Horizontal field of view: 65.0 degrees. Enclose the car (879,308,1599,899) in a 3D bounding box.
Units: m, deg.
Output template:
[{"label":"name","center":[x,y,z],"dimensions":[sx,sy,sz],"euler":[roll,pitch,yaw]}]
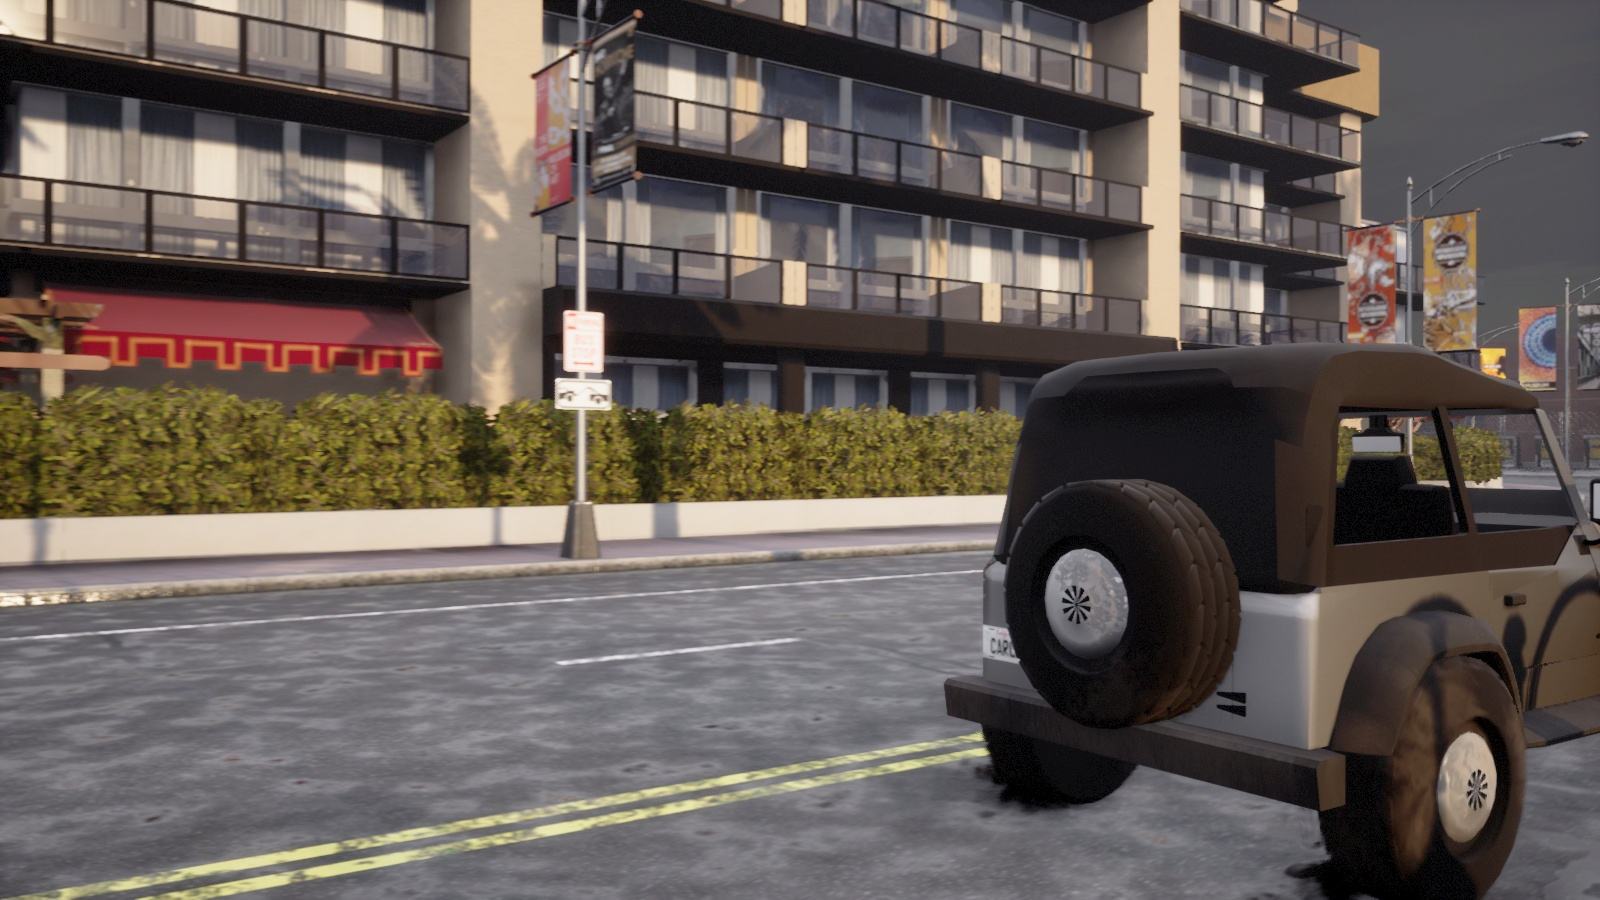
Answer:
[{"label":"car","center":[2.452,0.548,5.366],"dimensions":[3.866,1.878,1.905],"euler":[0,0,-35]}]
